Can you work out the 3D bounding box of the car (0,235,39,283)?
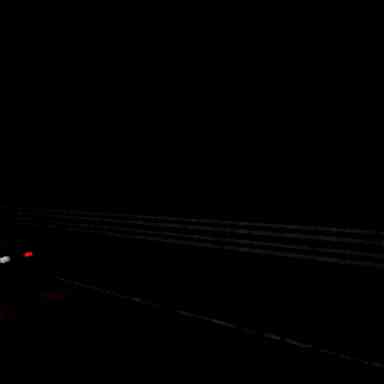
[{"bbox_3d":[-6.261,1.488,8.230,5.357,1.411,2.033,0,0,26],"label":"car"}]
